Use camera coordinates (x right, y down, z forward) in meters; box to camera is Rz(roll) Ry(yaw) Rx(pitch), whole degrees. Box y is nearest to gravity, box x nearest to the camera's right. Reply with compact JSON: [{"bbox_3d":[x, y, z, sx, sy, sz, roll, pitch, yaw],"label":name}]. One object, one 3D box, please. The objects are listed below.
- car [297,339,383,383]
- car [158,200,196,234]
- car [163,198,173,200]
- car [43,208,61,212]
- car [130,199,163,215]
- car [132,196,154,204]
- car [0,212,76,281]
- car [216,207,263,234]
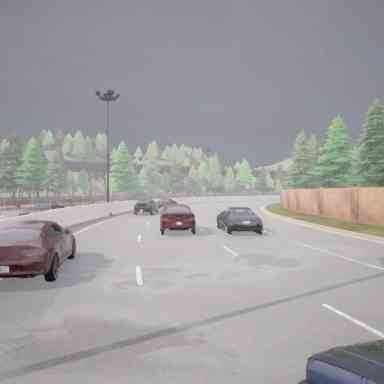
[{"bbox_3d":[2.544,1.548,0.893,2.033,1.411,5.357,0,0,-17],"label":"car"},{"bbox_3d":[-0.900,1.478,19.505,1.882,1.535,5.008,0,0,-5],"label":"car"},{"bbox_3d":[-3.331,1.547,44.227,2.033,1.411,5.357,0,0,12],"label":"car"},{"bbox_3d":[-11.940,1.547,26.807,2.033,1.411,5.357,0,0,0],"label":"car"},{"bbox_3d":[-4.571,1.505,33.863,1.837,1.490,4.892,0,0,5],"label":"car"},{"bbox_3d":[-9.149,1.491,62.874,2.128,1.511,4.902,0,0,20],"label":"car"},{"bbox_3d":[-4.570,1.526,9.525,1.812,1.442,4.674,0,0,-10],"label":"car"},{"bbox_3d":[2.650,1.564,19.309,1.994,1.385,4.181,0,0,-6],"label":"car"}]
